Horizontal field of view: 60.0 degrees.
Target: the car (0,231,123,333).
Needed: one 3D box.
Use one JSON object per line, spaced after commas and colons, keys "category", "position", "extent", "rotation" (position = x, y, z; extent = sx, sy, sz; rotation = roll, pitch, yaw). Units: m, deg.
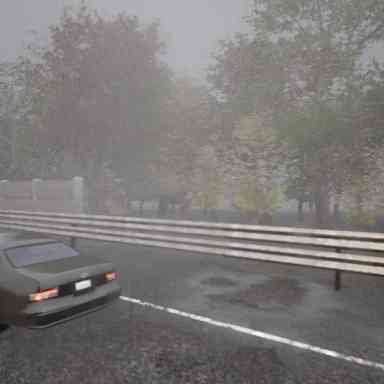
{"category": "car", "position": [-3.817, 1.531, 6.703], "extent": [5.357, 1.411, 2.033], "rotation": [0, 0, 34]}
